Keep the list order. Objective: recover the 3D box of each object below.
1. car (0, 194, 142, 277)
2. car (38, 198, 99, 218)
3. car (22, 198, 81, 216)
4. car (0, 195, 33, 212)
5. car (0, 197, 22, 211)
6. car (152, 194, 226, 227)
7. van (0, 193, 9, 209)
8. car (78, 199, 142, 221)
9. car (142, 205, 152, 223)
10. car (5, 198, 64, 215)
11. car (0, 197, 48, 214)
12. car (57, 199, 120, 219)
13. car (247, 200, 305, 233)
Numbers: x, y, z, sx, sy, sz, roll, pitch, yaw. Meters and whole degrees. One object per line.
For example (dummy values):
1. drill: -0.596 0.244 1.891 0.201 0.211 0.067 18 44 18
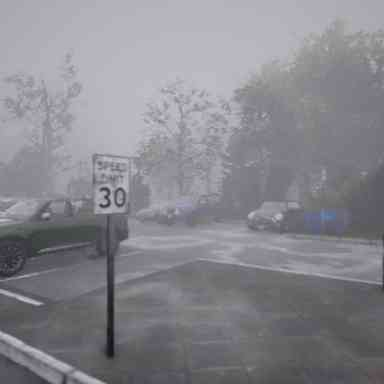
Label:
1. car: -4.505 1.149 10.553 2.435 2.045 5.566 0 0 35
2. car: -11.233 1.392 30.637 2.097 1.535 5.008 0 0 35
3. car: -13.527 1.419 32.285 2.163 1.488 4.792 0 0 35
4. car: -20.566 1.257 37.216 2.185 1.767 4.553 0 0 35
5. car: -22.894 1.380 38.814 2.097 1.535 5.008 0 0 35
6. car: 0.220 1.147 22.595 2.435 2.045 5.566 0 0 35
7. van: -25.039 1.152 40.452 1.878 1.987 4.442 0 0 35
8. car: -6.606 1.398 27.398 2.231 1.521 4.892 0 0 35
9. car: -1.972 1.399 24.171 2.231 1.521 4.892 0 0 35
10. car: -15.956 1.387 33.955 2.097 1.535 5.008 0 0 35
11. car: -18.274 1.384 35.567 2.097 1.535 5.008 0 0 35
12. car: -8.920 1.394 29.017 2.097 1.535 5.008 0 0 35
13. car: 4.935 1.261 19.251 2.185 1.767 4.553 1 0 35
